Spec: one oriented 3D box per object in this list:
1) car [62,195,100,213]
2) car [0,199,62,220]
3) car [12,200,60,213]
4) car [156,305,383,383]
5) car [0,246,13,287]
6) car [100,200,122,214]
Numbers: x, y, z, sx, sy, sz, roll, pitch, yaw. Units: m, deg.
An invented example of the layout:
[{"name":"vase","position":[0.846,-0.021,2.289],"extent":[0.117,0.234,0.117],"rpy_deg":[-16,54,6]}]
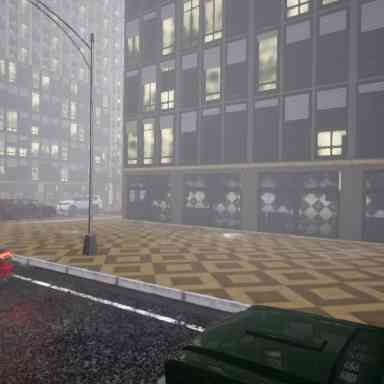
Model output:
[{"name":"car","position":[-13.781,1.417,41.130],"extent":[2.150,2.045,5.566],"rpy_deg":[1,0,36]},{"name":"car","position":[-14.831,1.519,29.944],"extent":[2.192,1.841,5.009],"rpy_deg":[1,0,36]},{"name":"car","position":[-18.348,1.643,39.311],"extent":[1.752,1.417,4.829],"rpy_deg":[1,0,36]},{"name":"car","position":[2.016,1.601,2.248],"extent":[4.718,1.301,1.895],"rpy_deg":[0,0,35]},{"name":"car","position":[-6.093,1.521,7.998],"extent":[4.674,1.442,1.812],"rpy_deg":[0,0,35]},{"name":"car","position":[-8.052,1.830,39.169],"extent":[1.752,1.417,4.829],"rpy_deg":[1,0,36]}]
